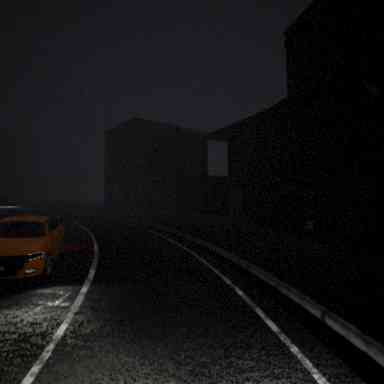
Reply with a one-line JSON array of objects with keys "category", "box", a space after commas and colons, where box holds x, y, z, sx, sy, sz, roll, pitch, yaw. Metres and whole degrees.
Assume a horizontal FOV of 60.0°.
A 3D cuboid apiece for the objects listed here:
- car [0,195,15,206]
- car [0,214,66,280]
[{"category": "car", "box": [-25.914, 1.158, 46.200, 1.837, 1.490, 4.892, 2, 0, -29]}, {"category": "car", "box": [-5.010, 1.471, 10.015, 1.882, 1.535, 5.008, 1, 0, -14]}]
